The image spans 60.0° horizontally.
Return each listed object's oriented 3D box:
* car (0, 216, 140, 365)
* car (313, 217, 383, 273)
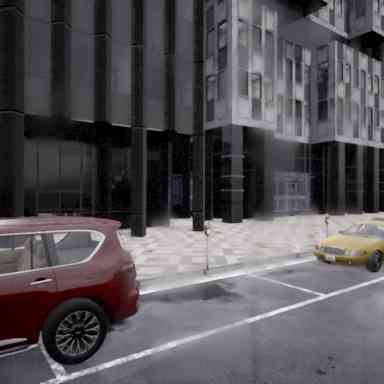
[{"bbox_3d":[-3.120,1.315,4.305,5.009,1.841,2.192,0,0,-35],"label":"car"},{"bbox_3d":[5.891,1.526,10.733,4.829,1.417,1.752,0,1,-34],"label":"car"}]
